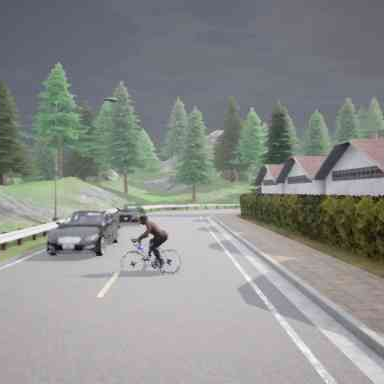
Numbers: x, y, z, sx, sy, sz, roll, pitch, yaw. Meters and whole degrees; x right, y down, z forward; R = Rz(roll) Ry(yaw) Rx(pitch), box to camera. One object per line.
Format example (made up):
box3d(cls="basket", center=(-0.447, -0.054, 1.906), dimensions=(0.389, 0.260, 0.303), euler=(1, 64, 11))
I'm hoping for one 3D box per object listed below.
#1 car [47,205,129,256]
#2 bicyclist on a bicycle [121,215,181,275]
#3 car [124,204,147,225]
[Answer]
box3d(cls="car", center=(-4.062, 1.492, 13.136), dimensions=(2.128, 1.511, 4.902), euler=(0, 0, -2))
box3d(cls="bicyclist on a bicycle", center=(-1.124, 1.451, 9.014), dimensions=(1.656, 1.620, 0.582), euler=(-2, 0, -2))
box3d(cls="car", center=(-4.363, 1.563, 23.734), dimensions=(1.994, 1.385, 4.181), euler=(0, 0, -1))
